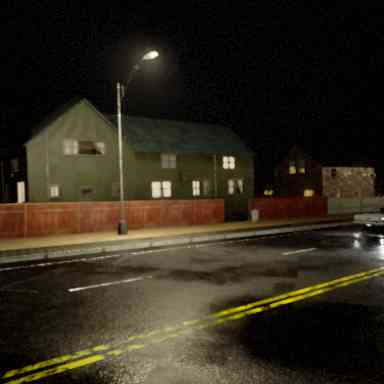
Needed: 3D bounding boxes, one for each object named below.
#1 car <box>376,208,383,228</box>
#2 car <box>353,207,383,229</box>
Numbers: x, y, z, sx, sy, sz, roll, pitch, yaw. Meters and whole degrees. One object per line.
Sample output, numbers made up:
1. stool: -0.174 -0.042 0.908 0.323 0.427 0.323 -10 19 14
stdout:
1. car: 10.615 1.512 15.217 4.181 1.385 1.994 0 0 -35
2. car: 11.751 1.537 19.999 4.718 1.301 1.895 0 0 -35
